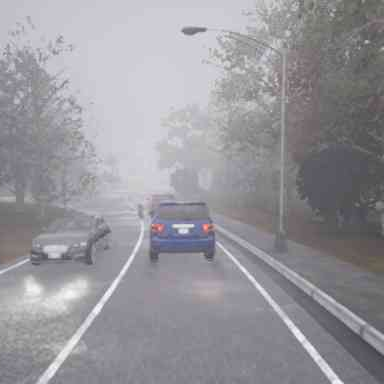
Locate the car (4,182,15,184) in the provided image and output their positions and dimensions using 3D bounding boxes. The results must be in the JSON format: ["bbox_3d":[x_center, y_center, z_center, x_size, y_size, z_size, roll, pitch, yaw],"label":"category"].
[{"bbox_3d":[-43.145,-2.379,79.832,1.837,1.490,4.892,3,5,34],"label":"car"}]

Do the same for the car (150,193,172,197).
[{"bbox_3d":[-2.689,1.091,28.862,2.150,2.045,5.566,-1,2,-11],"label":"car"}]

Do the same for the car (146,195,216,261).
[{"bbox_3d":[-0.455,1.275,12.706,2.150,2.045,5.566,0,0,-4],"label":"car"}]

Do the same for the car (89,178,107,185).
[{"bbox_3d":[-24.905,-2.935,86.218,5.566,2.045,2.150,-1,4,-3],"label":"car"}]

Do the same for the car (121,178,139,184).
[{"bbox_3d":[-16.418,-2.843,87.568,5.008,1.535,1.882,2,5,24],"label":"car"}]

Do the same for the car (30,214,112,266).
[{"bbox_3d":[-4.086,1.564,11.919,2.128,1.511,4.902,0,0,-4],"label":"car"}]
